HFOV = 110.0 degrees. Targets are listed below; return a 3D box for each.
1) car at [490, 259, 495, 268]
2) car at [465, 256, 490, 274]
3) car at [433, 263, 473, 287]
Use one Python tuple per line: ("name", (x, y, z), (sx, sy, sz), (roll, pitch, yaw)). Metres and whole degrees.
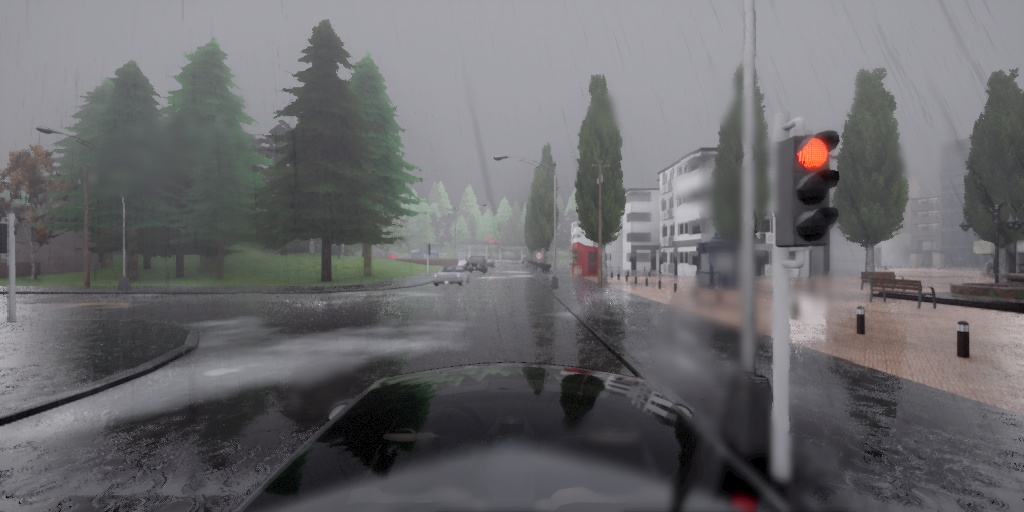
("car", (-3.969, 1.224, 60.628), (1.882, 1.535, 5.008), (0, 0, 1))
("car", (-4.074, 0.971, 41.517), (2.150, 2.045, 5.566), (0, 0, 0))
("car", (-4.088, 1.350, 24.683), (1.895, 1.301, 4.718), (0, 0, 0))
